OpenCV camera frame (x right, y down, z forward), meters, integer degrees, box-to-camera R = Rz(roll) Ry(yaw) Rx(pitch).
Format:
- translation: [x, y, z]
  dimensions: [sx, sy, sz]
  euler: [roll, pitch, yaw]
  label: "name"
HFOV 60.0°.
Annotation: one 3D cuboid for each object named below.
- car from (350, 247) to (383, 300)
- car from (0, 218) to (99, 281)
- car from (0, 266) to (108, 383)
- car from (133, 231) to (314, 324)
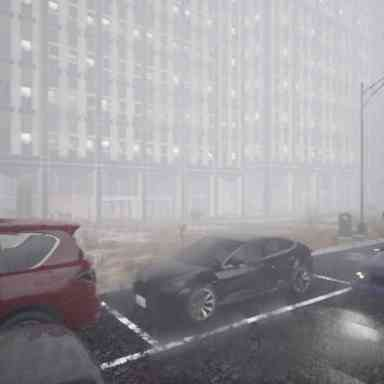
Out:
- translation: [5.810, 1.555, 7.527]
  dimensions: [5.357, 1.411, 2.033]
  euler: [0, 0, -36]
  label: "car"
- translation: [-3.628, 1.314, 3.975]
  dimensions: [5.009, 1.841, 2.192]
  euler: [0, 0, -36]
  label: "car"
- translation: [-2.929, 1.546, 1.289]
  dimensions: [5.357, 1.411, 2.033]
  euler: [0, 0, -36]
  label: "car"
- translation: [0.868, 1.570, 7.183]
  dimensions: [4.313, 1.339, 1.947]
  euler: [0, 0, -36]
  label: "car"
